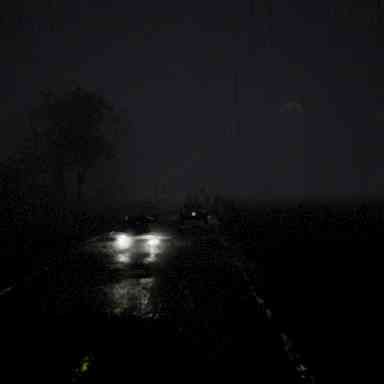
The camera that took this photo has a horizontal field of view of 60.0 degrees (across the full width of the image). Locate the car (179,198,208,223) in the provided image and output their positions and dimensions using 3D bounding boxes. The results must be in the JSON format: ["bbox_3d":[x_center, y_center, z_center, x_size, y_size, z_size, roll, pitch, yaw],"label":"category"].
[{"bbox_3d":[0.099,1.377,23.666,1.994,1.385,4.181,0,1,0],"label":"car"}]

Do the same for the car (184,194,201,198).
[{"bbox_3d":[0.099,1.039,40.566,2.097,1.767,4.553,0,0,0],"label":"car"}]

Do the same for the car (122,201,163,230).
[{"bbox_3d":[-2.850,1.319,19.859,1.882,1.535,5.008,0,0,0],"label":"car"}]
